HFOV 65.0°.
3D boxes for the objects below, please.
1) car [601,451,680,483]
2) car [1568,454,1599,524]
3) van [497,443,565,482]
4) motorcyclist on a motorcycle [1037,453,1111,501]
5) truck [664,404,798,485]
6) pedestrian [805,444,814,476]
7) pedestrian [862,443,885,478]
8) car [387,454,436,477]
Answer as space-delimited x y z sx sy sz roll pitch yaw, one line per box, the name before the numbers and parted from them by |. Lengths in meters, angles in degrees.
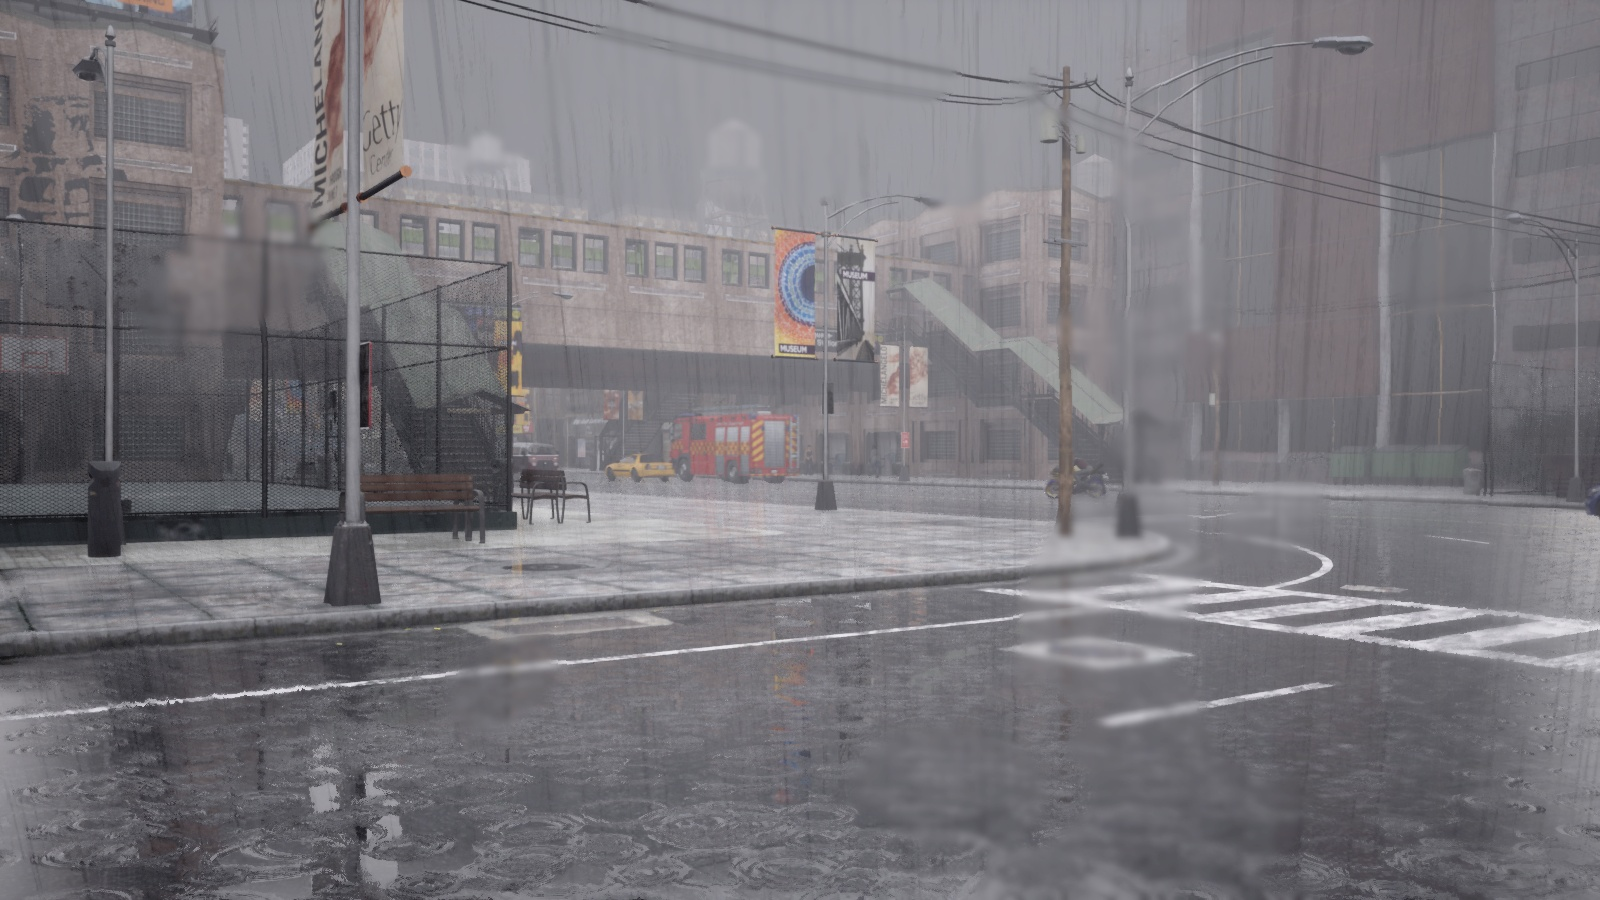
car | -8.219 0.859 64.336 1.801 1.575 5.366 0 0 -33
car | 18.257 0.793 25.038 1.812 1.442 4.674 0 0 -34
van | -14.502 0.664 67.477 2.069 2.038 4.480 0 0 -34
motorcyclist on a motorcycle | 8.910 0.861 40.877 2.191 1.530 0.866 0 0 41
truck | -3.656 -0.256 63.779 2.891 3.827 8.468 0 0 -34
pedestrian | 0.553 0.581 73.821 0.345 1.836 0.594 0 0 -24
pedestrian | 3.978 0.560 68.160 0.874 1.855 0.900 0 0 -30
car | -26.270 1.013 84.892 1.837 1.490 4.892 0 0 -34
